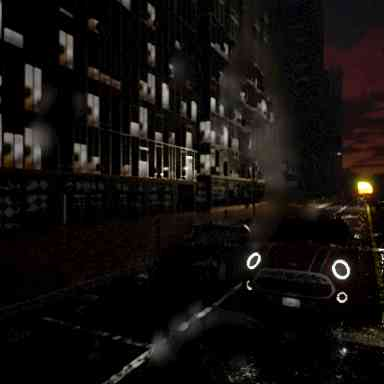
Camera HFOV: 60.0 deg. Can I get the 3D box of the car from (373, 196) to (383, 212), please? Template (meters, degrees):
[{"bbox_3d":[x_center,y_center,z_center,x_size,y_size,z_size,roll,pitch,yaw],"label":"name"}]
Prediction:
[{"bbox_3d":[21.927,1.517,37.905,1.837,1.490,4.892,0,0,28],"label":"car"}]

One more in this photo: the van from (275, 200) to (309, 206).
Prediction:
[{"bbox_3d":[5.887,1.354,19.636,1.690,1.788,3.998,0,0,28],"label":"van"}]

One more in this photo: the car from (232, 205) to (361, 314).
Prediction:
[{"bbox_3d":[2.776,1.361,7.866,2.097,1.767,4.553,0,0,27],"label":"car"}]

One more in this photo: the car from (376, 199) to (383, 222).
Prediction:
[{"bbox_3d":[15.617,1.542,25.800,1.812,1.442,4.674,0,0,28],"label":"car"}]

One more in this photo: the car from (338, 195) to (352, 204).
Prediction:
[{"bbox_3d":[29.582,1.531,65.062,1.887,1.381,4.507,0,0,28],"label":"car"}]

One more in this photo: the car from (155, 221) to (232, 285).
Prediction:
[{"bbox_3d":[0.622,1.558,9.541,2.008,1.369,4.403,0,0,28],"label":"car"}]

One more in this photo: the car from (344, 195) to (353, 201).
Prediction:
[{"bbox_3d":[40.113,1.519,85.252,1.947,1.339,4.313,0,0,28],"label":"car"}]
